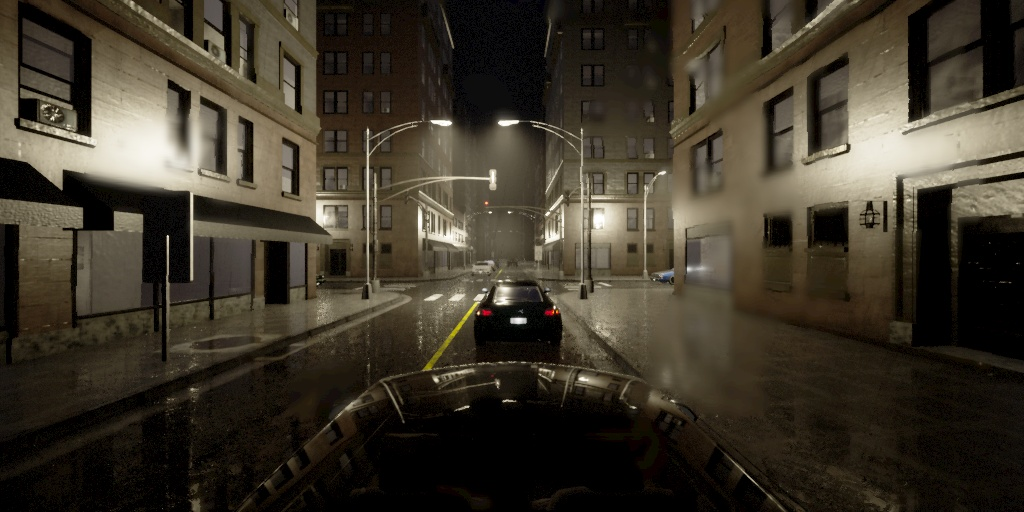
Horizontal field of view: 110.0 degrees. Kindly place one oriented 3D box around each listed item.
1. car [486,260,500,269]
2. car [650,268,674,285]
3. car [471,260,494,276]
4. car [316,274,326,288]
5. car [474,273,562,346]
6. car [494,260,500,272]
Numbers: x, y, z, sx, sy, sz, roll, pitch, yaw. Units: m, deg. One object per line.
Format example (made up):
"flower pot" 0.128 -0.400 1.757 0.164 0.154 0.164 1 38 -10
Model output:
"car" -3.080 1.307 58.843 1.994 1.385 4.181 0 0 1
"car" 12.614 1.263 25.117 5.357 1.411 2.033 0 0 0
"car" -3.109 1.277 37.294 1.812 1.442 4.674 0 0 -1
"car" -14.027 1.389 21.829 4.718 1.301 1.895 0 0 0
"car" 0.114 1.314 9.456 1.994 1.385 4.181 0 0 -1
"car" -3.097 1.298 47.821 2.033 1.411 5.357 0 0 0
